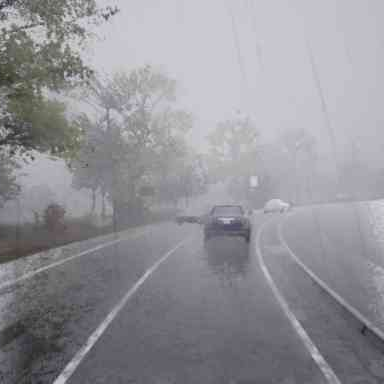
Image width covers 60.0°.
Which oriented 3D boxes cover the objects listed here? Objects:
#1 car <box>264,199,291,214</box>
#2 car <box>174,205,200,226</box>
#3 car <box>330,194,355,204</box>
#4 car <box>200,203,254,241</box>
[{"bbox_3d":[8.659,1.436,33.740,1.812,1.442,4.674,-3,-1,29],"label":"car"},{"bbox_3d":[0.451,1.627,24.307,2.033,1.411,5.357,-2,-1,19],"label":"car"},{"bbox_3d":[25.613,1.113,56.646,5.008,1.535,1.882,-2,-4,-33],"label":"car"},{"bbox_3d":[1.966,1.339,16.697,2.097,1.767,4.553,-1,0,12],"label":"car"}]
